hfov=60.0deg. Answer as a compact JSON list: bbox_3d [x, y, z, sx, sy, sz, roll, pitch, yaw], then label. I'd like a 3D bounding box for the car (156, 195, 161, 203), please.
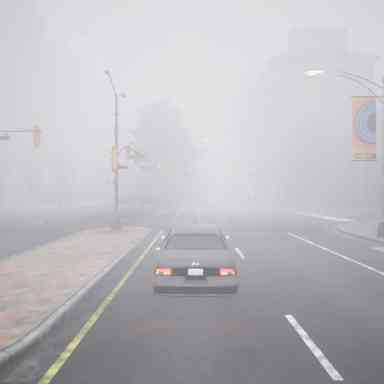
[{"bbox_3d":[-7.951,1.523,67.428,1.812,1.442,4.674,0,0,1],"label":"car"}]

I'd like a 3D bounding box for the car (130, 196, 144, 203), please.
[{"bbox_3d":[-11.431,1.523,69.515,2.128,1.511,4.902,0,0,0],"label":"car"}]

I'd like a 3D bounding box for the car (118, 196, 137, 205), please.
[{"bbox_3d":[-11.509,1.490,59.594,2.128,1.511,4.902,0,0,0],"label":"car"}]

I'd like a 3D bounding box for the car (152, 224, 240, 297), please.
[{"bbox_3d":[0.083,1.547,8.752,2.033,1.411,5.357,0,0,0],"label":"car"}]

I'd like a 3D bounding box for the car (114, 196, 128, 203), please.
[{"bbox_3d":[-14.680,1.592,69.396,1.895,1.301,4.718,0,0,0],"label":"car"}]

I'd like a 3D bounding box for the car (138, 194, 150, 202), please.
[{"bbox_3d":[-11.421,1.353,79.526,2.097,1.767,4.553,0,0,0],"label":"car"}]

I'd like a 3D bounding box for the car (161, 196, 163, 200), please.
[{"bbox_3d":[-7.922,1.498,77.757,1.837,1.490,4.892,0,0,0],"label":"car"}]

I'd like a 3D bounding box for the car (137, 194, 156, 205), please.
[{"bbox_3d":[-8.014,1.562,58.910,1.994,1.385,4.181,0,0,1],"label":"car"}]
